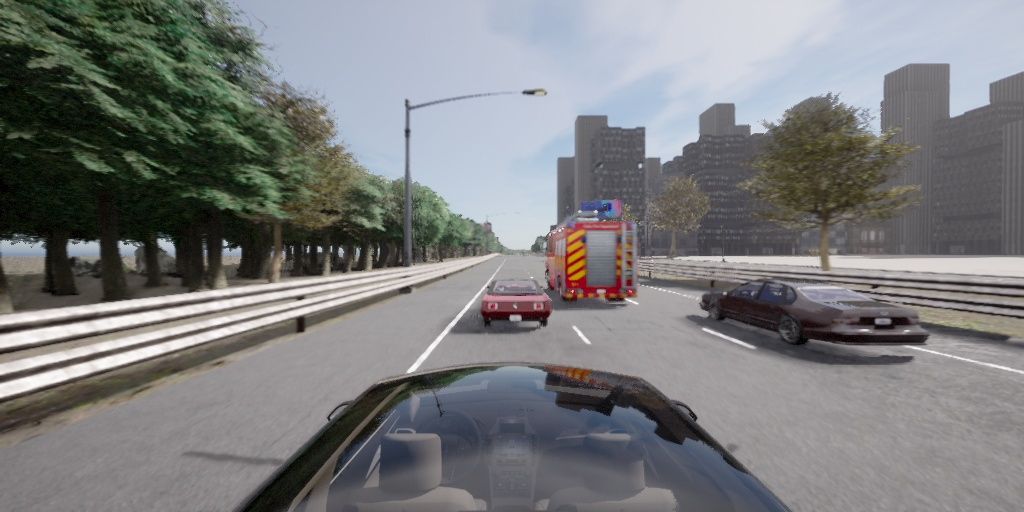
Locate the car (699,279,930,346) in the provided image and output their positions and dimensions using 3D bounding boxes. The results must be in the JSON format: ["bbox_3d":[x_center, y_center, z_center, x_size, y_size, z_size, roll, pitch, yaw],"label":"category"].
[{"bbox_3d":[7.099,1.298,9.370,2.033,1.411,5.357,0,0,0],"label":"car"}]

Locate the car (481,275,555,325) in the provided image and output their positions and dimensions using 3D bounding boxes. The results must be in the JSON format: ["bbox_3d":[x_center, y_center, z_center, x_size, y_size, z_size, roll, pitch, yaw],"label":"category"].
[{"bbox_3d":[0.098,1.353,11.710,1.895,1.301,4.718,0,0,0],"label":"car"}]

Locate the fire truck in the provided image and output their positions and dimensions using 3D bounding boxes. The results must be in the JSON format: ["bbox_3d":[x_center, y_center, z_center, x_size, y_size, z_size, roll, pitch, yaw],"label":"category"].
[{"bbox_3d":[3.512,0.099,18.150,2.891,3.827,8.468,0,0,0],"label":"fire truck"}]
